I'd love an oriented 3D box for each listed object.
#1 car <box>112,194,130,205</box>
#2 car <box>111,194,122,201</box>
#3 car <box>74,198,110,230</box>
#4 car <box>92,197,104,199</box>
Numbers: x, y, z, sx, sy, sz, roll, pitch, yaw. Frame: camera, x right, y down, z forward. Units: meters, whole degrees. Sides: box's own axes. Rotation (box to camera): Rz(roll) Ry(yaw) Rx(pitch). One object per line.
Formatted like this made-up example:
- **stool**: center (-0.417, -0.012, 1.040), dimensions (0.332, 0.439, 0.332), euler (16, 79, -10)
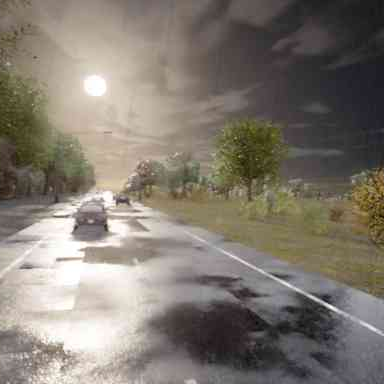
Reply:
- **car**: center (-10.816, 1.069, 51.705), dimensions (2.097, 1.767, 4.553), euler (2, 0, -15)
- **car**: center (-16.150, 1.111, 71.302), dimensions (2.033, 1.411, 5.357), euler (2, 0, -15)
- **car**: center (-5.929, 1.357, 19.786), dimensions (1.812, 1.442, 4.674), euler (2, 0, -15)
- **car**: center (-10.960, 1.240, 38.645), dimensions (2.033, 1.411, 5.357), euler (2, 0, -15)
